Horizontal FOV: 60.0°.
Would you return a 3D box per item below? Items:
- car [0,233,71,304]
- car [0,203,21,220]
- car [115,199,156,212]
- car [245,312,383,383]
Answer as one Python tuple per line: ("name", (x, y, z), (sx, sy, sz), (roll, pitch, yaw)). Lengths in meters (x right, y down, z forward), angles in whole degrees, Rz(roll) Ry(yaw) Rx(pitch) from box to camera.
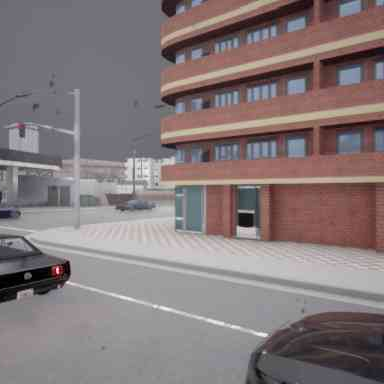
("car", (-4.883, 1.596, 7.460), (4.718, 1.301, 1.895), (0, 0, 36))
("car", (-15.563, 1.545, 25.692), (1.994, 1.385, 4.181), (0, 0, 33))
("car", (-6.503, 1.563, 38.991), (2.033, 1.411, 5.357), (0, 0, 35))
("car", (2.699, 1.514, 2.070), (4.892, 1.490, 1.837), (0, 0, 35))
